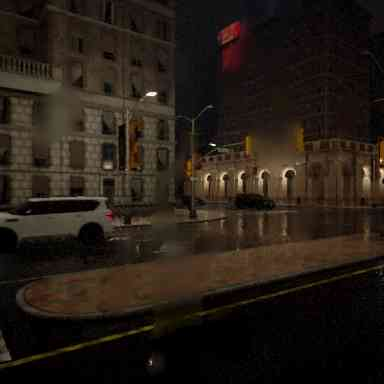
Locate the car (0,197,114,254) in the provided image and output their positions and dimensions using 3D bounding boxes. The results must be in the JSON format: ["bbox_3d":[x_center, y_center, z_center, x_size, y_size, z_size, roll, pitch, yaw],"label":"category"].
[{"bbox_3d":[-6.036,1.221,13.804,5.566,2.045,2.150,0,0,-35],"label":"car"}]

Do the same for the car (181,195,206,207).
[{"bbox_3d":[0.233,1.351,51.564,2.097,1.767,4.553,0,0,-35],"label":"car"}]

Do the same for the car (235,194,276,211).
[{"bbox_3d":[7.676,1.223,41.125,2.150,2.045,5.566,0,0,-36],"label":"car"}]
